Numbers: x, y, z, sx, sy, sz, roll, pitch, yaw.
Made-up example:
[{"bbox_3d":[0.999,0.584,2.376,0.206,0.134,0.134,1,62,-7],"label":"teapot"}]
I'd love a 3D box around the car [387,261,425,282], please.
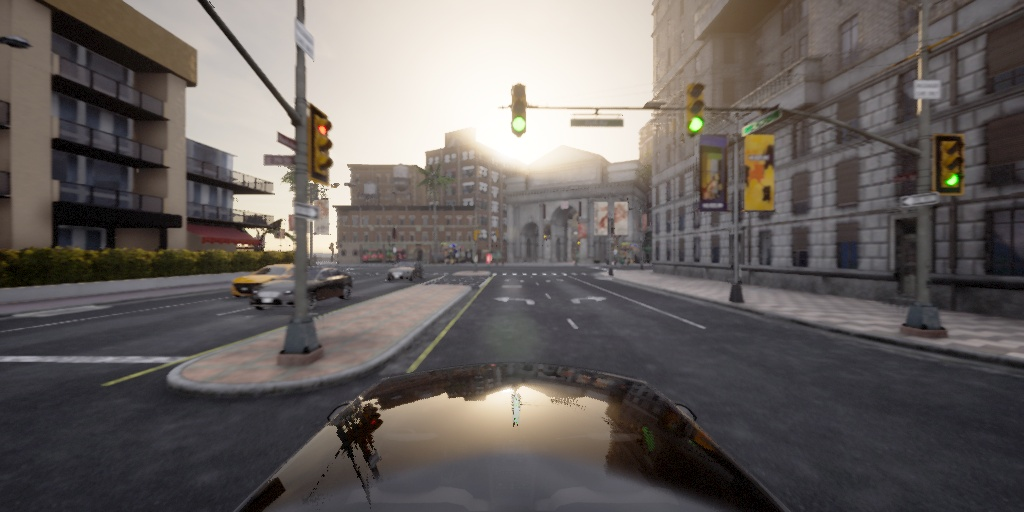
[{"bbox_3d":[-8.005,1.140,27.414,2.128,1.511,4.902,0,0,0],"label":"car"}]

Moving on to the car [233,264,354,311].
[{"bbox_3d":[-8.089,1.192,14.299,2.128,1.511,4.902,0,0,0],"label":"car"}]

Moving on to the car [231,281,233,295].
[{"bbox_3d":[-11.589,1.163,18.041,1.882,1.535,5.008,0,0,0],"label":"car"}]
